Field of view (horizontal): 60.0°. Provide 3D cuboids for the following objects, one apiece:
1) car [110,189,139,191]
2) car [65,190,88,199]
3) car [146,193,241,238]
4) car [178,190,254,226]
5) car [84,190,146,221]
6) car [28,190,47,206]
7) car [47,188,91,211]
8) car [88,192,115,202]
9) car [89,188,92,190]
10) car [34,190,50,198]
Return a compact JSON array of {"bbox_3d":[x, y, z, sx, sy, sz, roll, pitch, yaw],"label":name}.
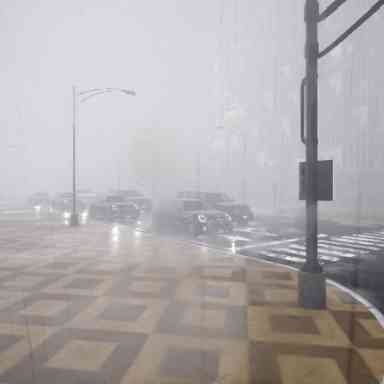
[{"bbox_3d":[-5.519,0.754,28.604,2.150,2.045,5.566,0,1,-38],"label":"car"},{"bbox_3d":[-20.169,0.479,58.103,2.033,1.411,5.357,0,1,-40],"label":"car"},{"bbox_3d":[-0.088,1.124,16.485,2.097,1.767,4.553,0,1,-38],"label":"car"},{"bbox_3d":[1.103,0.950,20.179,2.150,2.045,5.566,0,1,-40],"label":"car"},{"bbox_3d":[-5.501,0.965,23.329,2.097,1.767,4.553,0,1,-38],"label":"car"},{"bbox_3d":[-17.848,0.771,39.069,1.812,1.442,4.674,0,1,-38],"label":"car"},{"bbox_3d":[-11.534,0.786,30.993,2.097,1.767,4.553,0,1,-38],"label":"car"},{"bbox_3d":[-13.530,0.678,49.628,2.033,1.411,5.357,0,1,-38],"label":"car"},{"bbox_3d":[-12.137,0.558,37.040,2.150,2.045,5.566,0,1,-37],"label":"car"},{"bbox_3d":[-28.756,0.281,63.740,1.812,1.442,4.674,0,1,-38],"label":"car"}]
